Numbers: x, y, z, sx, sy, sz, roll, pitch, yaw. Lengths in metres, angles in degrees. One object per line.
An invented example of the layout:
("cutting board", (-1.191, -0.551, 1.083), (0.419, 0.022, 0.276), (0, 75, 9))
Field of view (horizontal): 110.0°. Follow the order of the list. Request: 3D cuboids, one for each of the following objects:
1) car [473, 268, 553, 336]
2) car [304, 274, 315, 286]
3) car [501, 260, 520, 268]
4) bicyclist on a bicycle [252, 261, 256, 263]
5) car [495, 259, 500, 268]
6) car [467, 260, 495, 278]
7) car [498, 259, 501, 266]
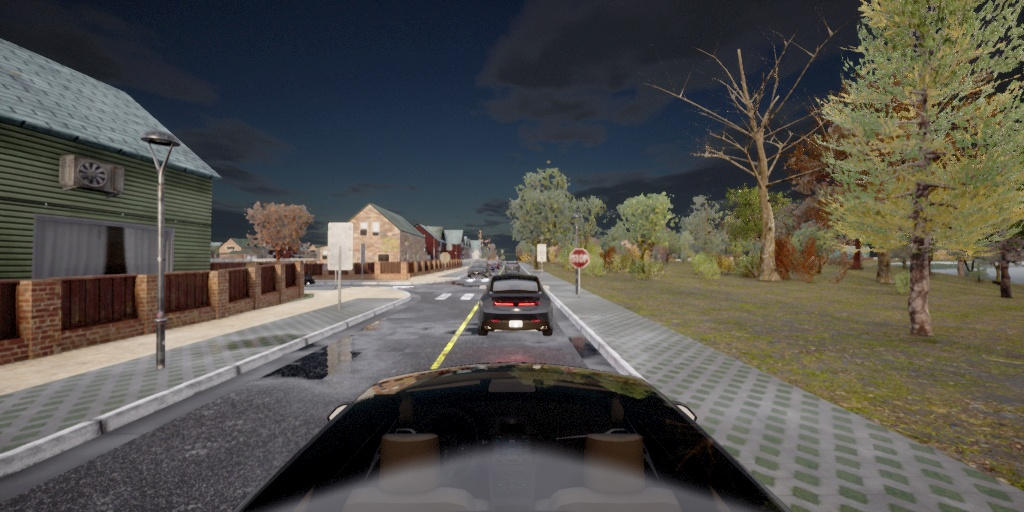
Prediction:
("car", (0.079, 1.260, 10.378), (1.837, 1.490, 4.892), (0, 0, 0))
("car", (-15.274, 1.315, 22.320), (5.357, 1.411, 2.033), (0, -2, 2))
("car", (0.036, 1.317, 46.859), (2.128, 1.511, 4.902), (0, 0, 0))
("bicyclist on a bicycle", (-20.275, 1.234, 28.335), (0.582, 1.620, 1.656), (0, -1, 2))
("car", (-2.905, 1.422, 45.287), (1.895, 1.301, 4.718), (0, 0, 0))
("car", (-3.030, 1.300, 34.264), (1.837, 1.490, 4.892), (0, -1, 3))
("car", (-2.894, 1.333, 55.911), (1.882, 1.535, 5.008), (0, 0, 0))
